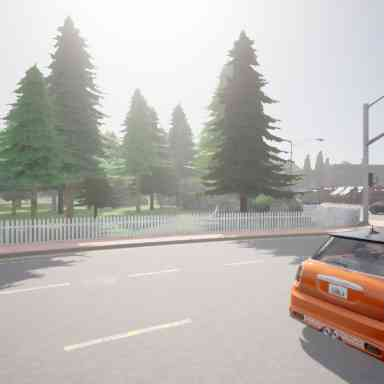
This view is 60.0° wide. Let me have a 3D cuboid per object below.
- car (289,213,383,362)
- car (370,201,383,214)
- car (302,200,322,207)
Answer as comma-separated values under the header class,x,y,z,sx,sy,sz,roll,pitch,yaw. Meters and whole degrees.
class,x,y,z,sx,sy,sz,roll,pitch,yaw
car,3.877,1.352,5.417,4.553,1.767,2.097,0,0,-26
car,19.361,1.581,32.326,1.812,1.442,4.674,0,0,-8
car,17.147,1.656,48.726,1.895,1.301,4.718,0,0,-8
